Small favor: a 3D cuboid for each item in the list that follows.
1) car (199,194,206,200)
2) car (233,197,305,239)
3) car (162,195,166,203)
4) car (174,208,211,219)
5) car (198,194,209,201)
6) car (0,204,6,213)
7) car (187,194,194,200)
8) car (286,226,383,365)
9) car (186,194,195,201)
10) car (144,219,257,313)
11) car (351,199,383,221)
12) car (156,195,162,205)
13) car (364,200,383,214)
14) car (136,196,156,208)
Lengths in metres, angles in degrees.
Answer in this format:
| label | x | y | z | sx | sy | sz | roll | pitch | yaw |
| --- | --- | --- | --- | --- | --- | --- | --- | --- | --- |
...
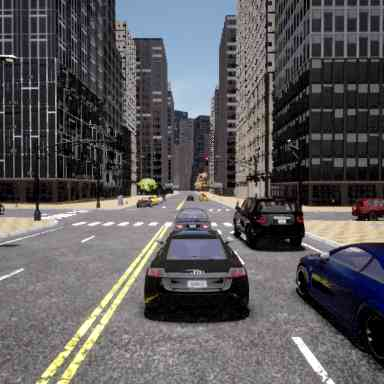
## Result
| label | x | y | z | sx | sy | sz | roll | pitch | yaw |
| --- | --- | --- | --- | --- | --- | --- | --- | --- | --- |
| car | 2.833 | 1.242 | 89.058 | 1.837 | 1.490 | 4.892 | 0 | 0 | 0 |
| car | 3.304 | 1.213 | 15.224 | 2.150 | 2.045 | 5.566 | 0 | 0 | -2 |
| car | -6.842 | 1.469 | 66.544 | 1.812 | 1.442 | 4.674 | 0 | 0 | 0 |
| car | 0.021 | 1.538 | 16.994 | 2.033 | 1.411 | 5.357 | 0 | 0 | 0 |
| car | 2.882 | 1.396 | 78.641 | 1.882 | 1.535 | 5.008 | 0 | 0 | 0 |
| car | -19.948 | 1.345 | 30.927 | 4.892 | 1.490 | 1.837 | 1 | 1 | 1 |
| car | -0.419 | 1.387 | 89.461 | 1.882 | 1.535 | 5.008 | 0 | 0 | 0 |
| car | 3.333 | 1.561 | 5.803 | 1.994 | 1.385 | 4.181 | 0 | 0 | -1 |
| car | -0.372 | 1.426 | 79.402 | 1.837 | 1.490 | 4.892 | 0 | 0 | 0 |
| car | 0.066 | 1.560 | 7.772 | 1.994 | 1.385 | 4.181 | 0 | 0 | -1 |
| car | 16.071 | 1.520 | 27.913 | 5.009 | 1.841 | 2.192 | 1 | 0 | 1 |
| car | -6.850 | 1.433 | 57.096 | 1.882 | 1.535 | 5.008 | 0 | 0 | 0 |
| car | 21.641 | 1.643 | 36.226 | 4.829 | 1.417 | 1.752 | 1 | 0 | 1 |
| car | -6.816 | 1.529 | 48.167 | 1.994 | 1.385 | 4.181 | 0 | 0 | 0 |
